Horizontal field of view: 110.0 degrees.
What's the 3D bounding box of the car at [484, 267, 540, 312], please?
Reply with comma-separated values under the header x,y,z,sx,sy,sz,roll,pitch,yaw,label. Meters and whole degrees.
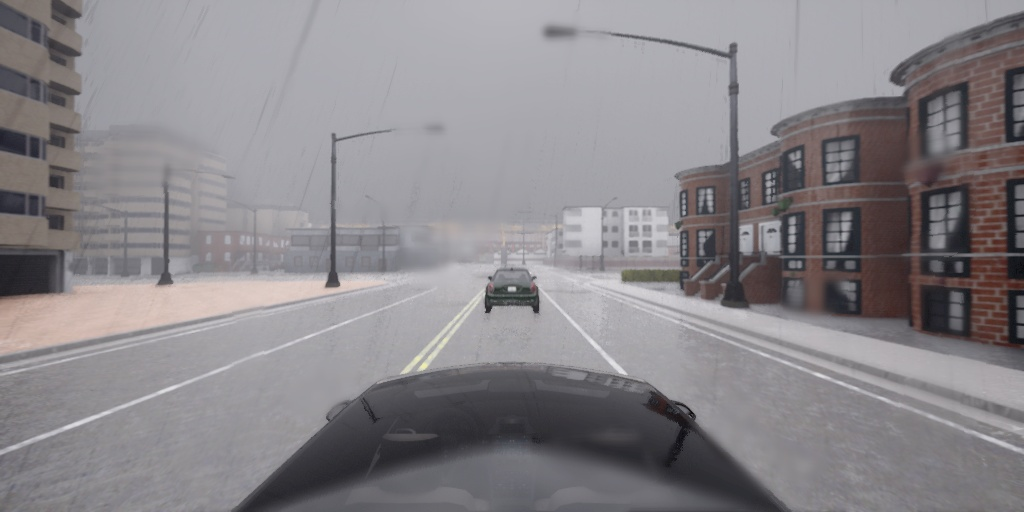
x,y,z,sx,sy,sz,roll,pitch,yaw,label
0.017,1.254,15.252,2.097,1.767,4.553,0,-1,0,car
